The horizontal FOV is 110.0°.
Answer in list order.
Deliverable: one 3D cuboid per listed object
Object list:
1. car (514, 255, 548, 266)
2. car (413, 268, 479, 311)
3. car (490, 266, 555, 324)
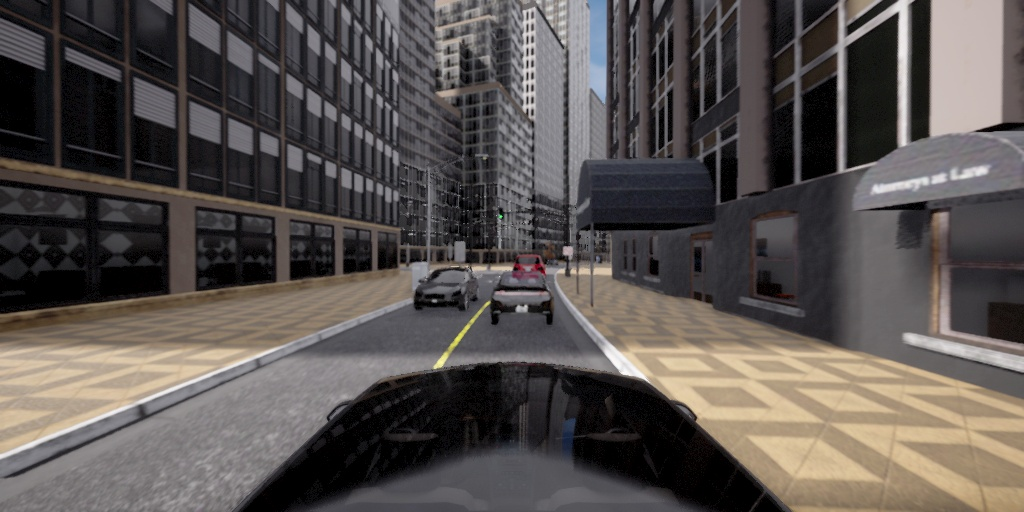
[{"bbox_3d":[1.270,0.962,25.232,2.150,2.045,5.566,0,0,6],"label":"car"},{"bbox_3d":[-2.465,1.242,14.402,1.837,1.490,4.892,0,0,3],"label":"car"},{"bbox_3d":[0.354,1.229,11.938,2.128,1.511,4.902,0,0,2],"label":"car"}]
